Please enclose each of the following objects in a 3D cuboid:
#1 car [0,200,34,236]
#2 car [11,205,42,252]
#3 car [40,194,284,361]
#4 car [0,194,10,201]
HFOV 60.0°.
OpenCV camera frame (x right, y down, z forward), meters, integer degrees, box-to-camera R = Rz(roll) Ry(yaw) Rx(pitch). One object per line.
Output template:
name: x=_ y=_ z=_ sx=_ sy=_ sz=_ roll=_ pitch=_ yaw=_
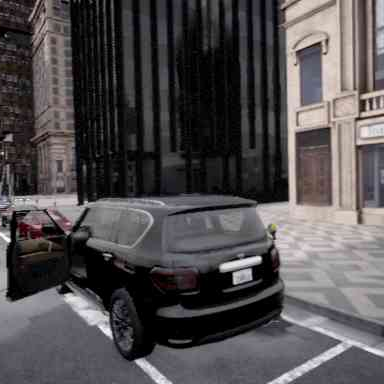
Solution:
car: x=-9.685 y=1.373 z=19.026 sx=1.947 sy=1.339 sz=4.313 roll=-3 pitch=2 yaw=-35
car: x=-6.435 y=1.404 z=14.464 sx=1.802 sy=1.307 sz=4.206 roll=-3 pitch=2 yaw=-35
car: x=-0.957 y=1.084 z=6.117 sx=2.150 sy=2.045 sz=5.566 roll=-3 pitch=2 yaw=-35
car: x=-16.187 y=1.218 z=28.149 sx=1.967 sy=1.590 sz=4.097 roll=-3 pitch=2 yaw=-35
